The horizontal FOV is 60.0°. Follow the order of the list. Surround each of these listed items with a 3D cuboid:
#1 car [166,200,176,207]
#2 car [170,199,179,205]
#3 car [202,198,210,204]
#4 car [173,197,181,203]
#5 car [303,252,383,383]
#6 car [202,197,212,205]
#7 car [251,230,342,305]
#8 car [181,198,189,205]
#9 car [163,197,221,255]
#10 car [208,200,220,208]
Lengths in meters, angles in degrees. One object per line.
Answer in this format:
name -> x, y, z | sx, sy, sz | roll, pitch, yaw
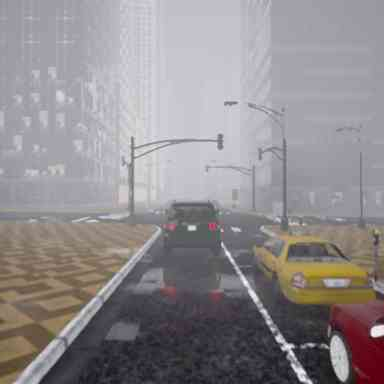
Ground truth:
car -> -4.081, 2.202, 64.626 | 1.802, 1.307, 4.206 | 0, -1, 0
car -> -4.170, 2.330, 81.208 | 1.947, 1.339, 4.313 | 0, 0, 0
car -> 3.680, 2.251, 86.780 | 1.967, 1.590, 4.097 | 0, 0, 0
car -> -4.230, 2.296, 92.265 | 1.967, 1.590, 4.097 | 0, 0, 0
car -> 2.565, 1.569, 2.491 | 1.887, 1.381, 4.507 | 0, -1, 0
car -> 3.710, 2.080, 81.253 | 2.192, 1.841, 5.009 | 0, 0, 0
car -> 2.566, 1.604, 8.212 | 1.752, 1.417, 4.829 | 0, -1, 0
car -> -1.584, 2.255, 77.213 | 1.812, 1.442, 4.674 | 0, 0, 0
car -> 0.006, 1.350, 14.039 | 2.150, 2.045, 5.566 | 0, 0, 0
car -> 3.879, 2.137, 59.143 | 1.947, 1.339, 4.313 | 0, -1, 0
